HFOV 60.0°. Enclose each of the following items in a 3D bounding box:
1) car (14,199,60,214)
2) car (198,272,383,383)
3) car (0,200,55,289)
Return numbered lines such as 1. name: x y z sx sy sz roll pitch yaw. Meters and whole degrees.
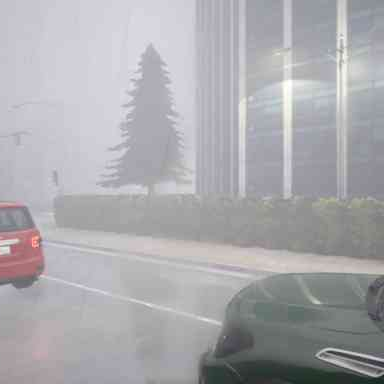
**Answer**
1. car: -17.214 1.564 37.021 1.994 1.385 4.181 0 0 36
2. car: 2.711 1.221 2.057 5.566 2.045 2.150 0 0 36
3. car: -5.762 1.221 8.033 5.566 2.045 2.150 0 0 38
